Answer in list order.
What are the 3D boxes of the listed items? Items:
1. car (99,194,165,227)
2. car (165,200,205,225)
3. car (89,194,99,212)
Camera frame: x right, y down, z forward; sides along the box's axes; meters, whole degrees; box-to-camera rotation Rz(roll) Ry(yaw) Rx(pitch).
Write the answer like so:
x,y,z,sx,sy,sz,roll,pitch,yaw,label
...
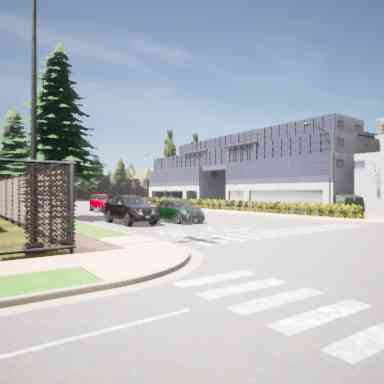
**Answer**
x,y,z,sx,sy,sz,roll,pitch,yaw,label
-4.406,1.253,23.553,2.150,2.045,5.566,0,0,-35,car
-1.004,1.392,24.803,2.097,1.767,4.553,0,0,-35,car
-9.891,1.259,37.449,2.150,2.045,5.566,0,0,-35,car
